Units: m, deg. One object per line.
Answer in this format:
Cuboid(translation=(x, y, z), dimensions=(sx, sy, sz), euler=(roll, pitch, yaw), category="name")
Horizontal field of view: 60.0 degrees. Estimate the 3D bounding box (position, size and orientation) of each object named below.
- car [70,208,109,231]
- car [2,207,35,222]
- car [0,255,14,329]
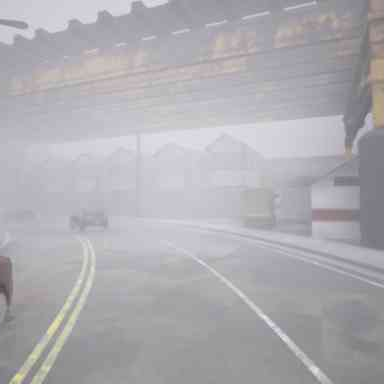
Cuboid(translation=(-7.383, 1.865, 23.652), dimensions=(2.128, 1.511, 4.902), euler=(0, -2, -31), category="car")
Cuboid(translation=(-19.066, 2.450, 36.449), dimensions=(4.892, 1.490, 1.837), euler=(-2, -2, 39), category="car")
Cuboid(translation=(-3.922, 1.514, 3.910), dimensions=(1.882, 1.535, 5.008), euler=(0, 0, -6), category="car")
